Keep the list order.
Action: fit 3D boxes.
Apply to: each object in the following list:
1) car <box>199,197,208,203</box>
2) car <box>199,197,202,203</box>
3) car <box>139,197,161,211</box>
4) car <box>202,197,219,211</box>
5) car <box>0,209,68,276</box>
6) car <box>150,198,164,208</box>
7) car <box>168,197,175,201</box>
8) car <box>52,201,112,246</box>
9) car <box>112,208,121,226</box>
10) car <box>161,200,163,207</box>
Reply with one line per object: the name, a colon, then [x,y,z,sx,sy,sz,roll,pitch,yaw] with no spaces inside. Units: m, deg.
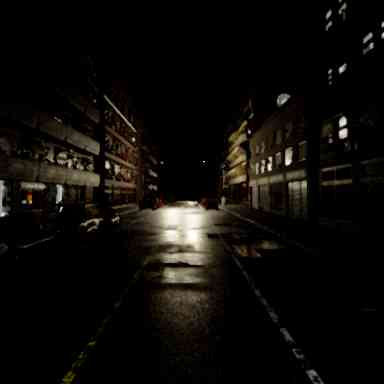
car: [2.582,1.894,77.995,2.008,1.369,4.403,0,0,0]
car: [2.613,1.790,55.451,1.887,1.381,4.507,0,0,0]
car: [-5.750,1.525,44.171,2.192,1.841,5.009,0,0,0]
car: [2.629,1.722,44.348,1.752,1.417,4.829,0,0,0]
car: [-5.703,1.498,10.353,1.967,1.590,4.097,0,0,0]
car: [-5.767,1.804,55.443,1.887,1.381,4.507,0,0,0]
car: [-5.823,1.980,94.895,2.008,1.369,4.403,0,0,0]
car: [-5.710,1.399,15.990,2.192,1.841,5.009,0,0,0]
car: [-5.719,1.691,21.625,1.802,1.307,4.206,0,0,0]
car: [-5.759,1.675,49.806,1.967,1.590,4.097,0,0,0]
